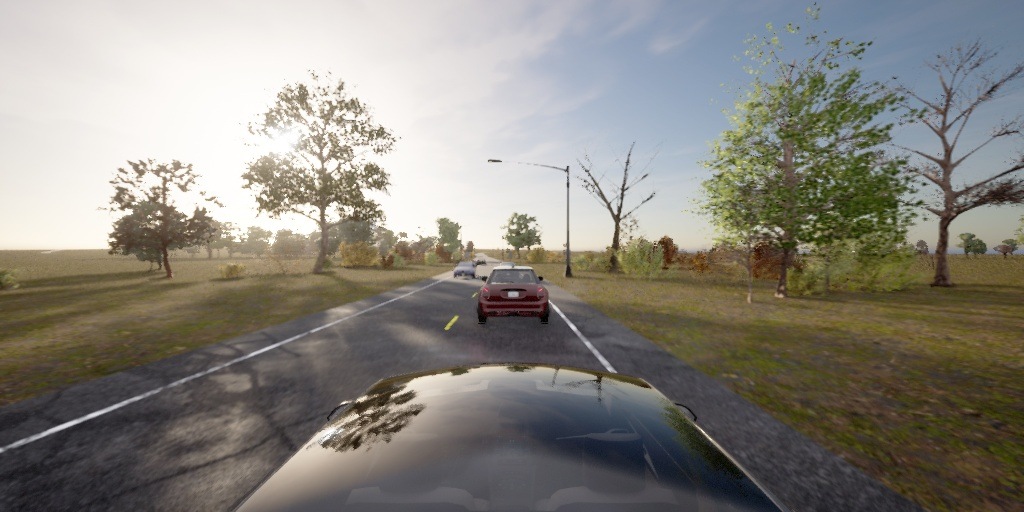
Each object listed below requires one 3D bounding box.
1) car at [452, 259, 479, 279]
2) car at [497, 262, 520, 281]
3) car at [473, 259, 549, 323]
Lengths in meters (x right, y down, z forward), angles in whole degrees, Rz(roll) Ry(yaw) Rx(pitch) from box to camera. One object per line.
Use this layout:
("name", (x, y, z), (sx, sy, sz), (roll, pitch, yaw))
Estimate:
("car", (-4.111, 1.252, 31.997), (1.812, 1.442, 4.674), (0, 0, -2))
("car", (-0.375, 1.252, 30.532), (1.812, 1.442, 4.674), (0, 0, -2))
("car", (0.018, 1.097, 12.193), (2.097, 1.767, 4.553), (0, 0, -1))
